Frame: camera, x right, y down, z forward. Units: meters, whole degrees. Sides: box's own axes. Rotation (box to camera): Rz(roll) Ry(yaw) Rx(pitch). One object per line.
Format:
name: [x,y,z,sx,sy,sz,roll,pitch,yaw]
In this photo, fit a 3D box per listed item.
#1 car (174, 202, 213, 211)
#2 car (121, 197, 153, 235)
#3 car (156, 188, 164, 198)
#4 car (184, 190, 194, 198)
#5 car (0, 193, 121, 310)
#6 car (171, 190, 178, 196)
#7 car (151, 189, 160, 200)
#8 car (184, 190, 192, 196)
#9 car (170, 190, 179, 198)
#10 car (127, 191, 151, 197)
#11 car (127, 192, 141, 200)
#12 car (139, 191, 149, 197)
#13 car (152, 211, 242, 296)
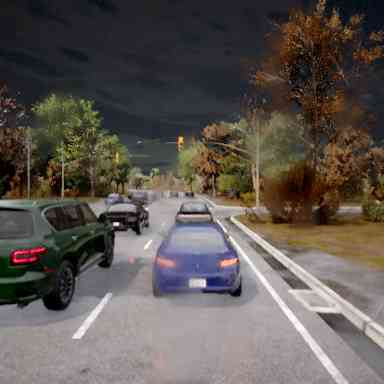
car: [0.101,1.275,17.529,2.128,1.511,4.902,0,1,0]
car: [-3.399,1.262,17.418,1.882,1.535,5.008,0,1,0]
car: [-7.522,0.188,75.014,2.150,2.045,5.566,0,1,-2]
car: [-0.550,0.447,75.935,1.882,1.535,5.008,0,1,-2]
car: [-3.396,1.141,7.758,2.150,2.045,5.566,0,1,0]
car: [-4.534,0.263,85.880,1.812,1.442,4.674,0,1,-3]
car: [-7.212,0.725,59.393,1.812,1.442,4.674,0,1,-1]
car: [-1.040,0.259,86.079,1.812,1.442,4.674,0,1,-3]
car: [-4.049,0.488,75.837,2.128,1.511,4.902,0,1,-2]
car: [-7.079,0.956,44.336,2.033,1.411,5.357,0,1,-1]
car: [-10.730,0.769,61.657,1.895,1.301,4.718,0,1,-1]
car: [-11.102,0.426,77.062,1.812,1.442,4.674,0,1,-2]
car: [0.101,1.438,8.276,1.812,1.442,4.674,0,1,0]
